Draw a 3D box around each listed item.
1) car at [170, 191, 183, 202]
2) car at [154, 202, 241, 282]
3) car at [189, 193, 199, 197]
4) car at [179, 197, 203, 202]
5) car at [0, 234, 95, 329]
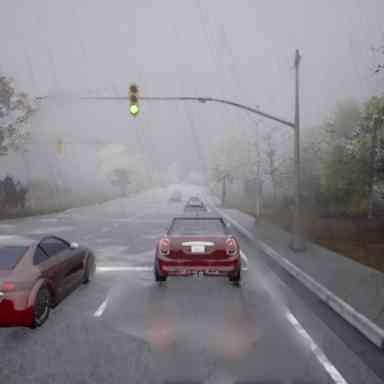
[{"bbox_3d":[-3.105,1.035,62.289,1.994,1.385,4.181,0,3,0],"label":"car"},{"bbox_3d":[0.147,1.348,9.868,2.097,1.767,4.553,0,0,0],"label":"car"},{"bbox_3d":[0.395,0.998,62.263,1.812,1.442,4.674,0,3,0],"label":"car"},{"bbox_3d":[0.263,1.478,28.542,2.128,1.511,4.902,0,0,0],"label":"car"},{"bbox_3d":[-3.451,1.560,6.932,1.994,1.385,4.181,0,0,-1],"label":"car"}]
